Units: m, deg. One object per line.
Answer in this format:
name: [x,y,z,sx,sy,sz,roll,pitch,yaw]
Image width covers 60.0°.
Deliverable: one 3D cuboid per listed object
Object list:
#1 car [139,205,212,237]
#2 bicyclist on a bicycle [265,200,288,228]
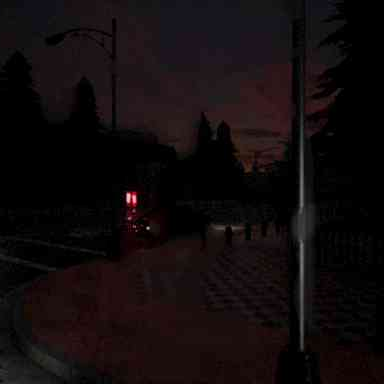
car: [-0.731,1.493,18.144,1.837,1.490,4.892,0,0,35]
bicyclist on a bicycle: [5.134,1.299,19.840,1.656,1.620,0.582,0,0,35]
